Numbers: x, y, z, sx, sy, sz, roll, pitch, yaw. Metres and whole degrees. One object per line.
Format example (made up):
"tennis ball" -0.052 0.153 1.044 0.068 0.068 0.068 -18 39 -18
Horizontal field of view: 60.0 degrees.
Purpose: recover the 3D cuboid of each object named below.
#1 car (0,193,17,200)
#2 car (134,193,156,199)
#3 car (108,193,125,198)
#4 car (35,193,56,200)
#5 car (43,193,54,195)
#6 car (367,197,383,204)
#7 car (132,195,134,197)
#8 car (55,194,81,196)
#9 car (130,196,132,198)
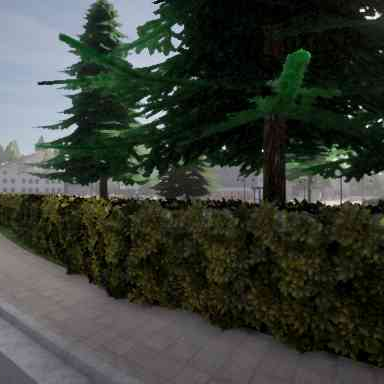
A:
"car" -44.668 1.077 80.711 3.866 1.878 1.905 0 0 -36
"car" -7.949 1.384 60.636 3.806 1.475 1.970 0 0 -36
"car" -20.412 1.154 90.228 5.027 1.636 2.152 0 0 -36
"car" -36.361 1.097 82.633 4.605 1.855 1.932 0 0 -36
"car" -29.670 1.298 72.102 4.514 1.523 2.007 0 0 -36
"car" 28.789 1.490 51.579 1.837 1.490 4.892 0 0 -41
"car" -10.916 1.097 77.718 4.605 1.855 1.932 0 0 -36
"car" -23.873 1.320 63.962 3.633 1.501 1.845 0 0 -36
"car" -12.946 1.077 79.837 3.866 1.878 1.905 0 0 -36
